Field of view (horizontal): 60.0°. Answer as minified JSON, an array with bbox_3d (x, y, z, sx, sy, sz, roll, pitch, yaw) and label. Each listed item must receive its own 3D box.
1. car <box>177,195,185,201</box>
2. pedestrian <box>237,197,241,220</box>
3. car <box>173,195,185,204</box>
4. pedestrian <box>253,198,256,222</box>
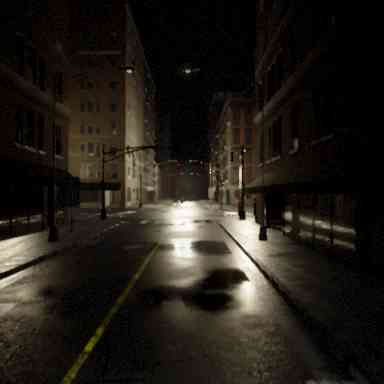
[{"bbox_3d":[-2.922,1.558,88.067,2.097,1.767,4.553,0,0,0],"label":"car"},{"bbox_3d":[3.636,1.259,25.632,0.375,1.860,0.375,0,0,0],"label":"pedestrian"},{"bbox_3d":[-2.961,1.648,71.657,2.097,1.767,4.553,0,0,0],"label":"car"},{"bbox_3d":[4.635,1.300,24.432,0.375,1.860,0.375,0,0,0],"label":"pedestrian"}]
